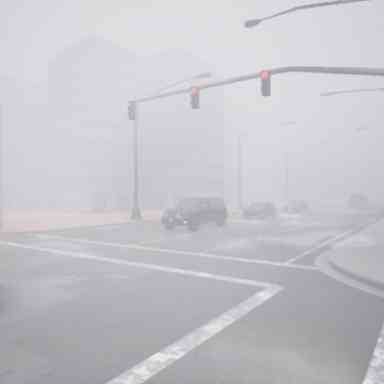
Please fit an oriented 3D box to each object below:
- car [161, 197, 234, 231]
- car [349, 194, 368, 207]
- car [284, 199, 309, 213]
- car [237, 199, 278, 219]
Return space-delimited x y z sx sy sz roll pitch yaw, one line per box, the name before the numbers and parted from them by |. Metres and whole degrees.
car | 0.317 1.362 22.189 2.150 2.045 5.566 -1 -1 35
car | 26.260 1.323 52.414 2.150 2.045 5.566 -1 0 35
car | 12.337 1.632 39.131 2.128 1.511 4.902 -1 0 35
car | 6.323 1.646 30.658 1.837 1.490 4.892 -1 0 35
